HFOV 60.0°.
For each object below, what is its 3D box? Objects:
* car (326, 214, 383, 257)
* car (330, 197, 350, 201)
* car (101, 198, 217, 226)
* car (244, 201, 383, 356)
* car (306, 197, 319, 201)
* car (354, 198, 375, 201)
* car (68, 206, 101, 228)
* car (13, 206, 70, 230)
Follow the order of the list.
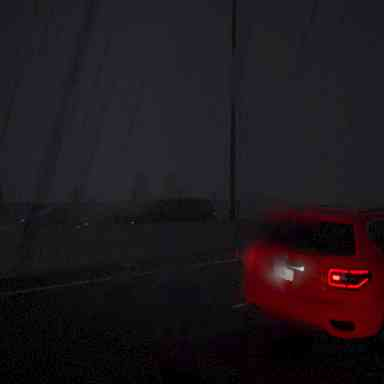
[{"bbox_3d":[7.880,1.758,14.475,4.718,1.301,1.895,1,0,-41],"label":"car"},{"bbox_3d":[22.280,1.726,50.464,2.150,2.045,5.566,0,0,27],"label":"car"},{"bbox_3d":[-1.240,1.309,16.239,5.566,2.045,2.150,1,0,-38],"label":"car"},{"bbox_3d":[3.449,1.288,6.336,5.566,2.045,2.150,1,0,-37],"label":"car"},{"bbox_3d":[18.956,1.975,51.698,2.128,1.511,4.902,0,0,27],"label":"car"},{"bbox_3d":[26.463,1.898,51.120,2.097,1.767,4.553,0,0,25],"label":"car"},{"bbox_3d":[-4.278,1.639,18.358,4.181,1.385,1.994,1,0,-38],"label":"car"},{"bbox_3d":[-8.030,1.577,19.871,4.674,1.442,1.812,1,0,-37],"label":"car"}]
